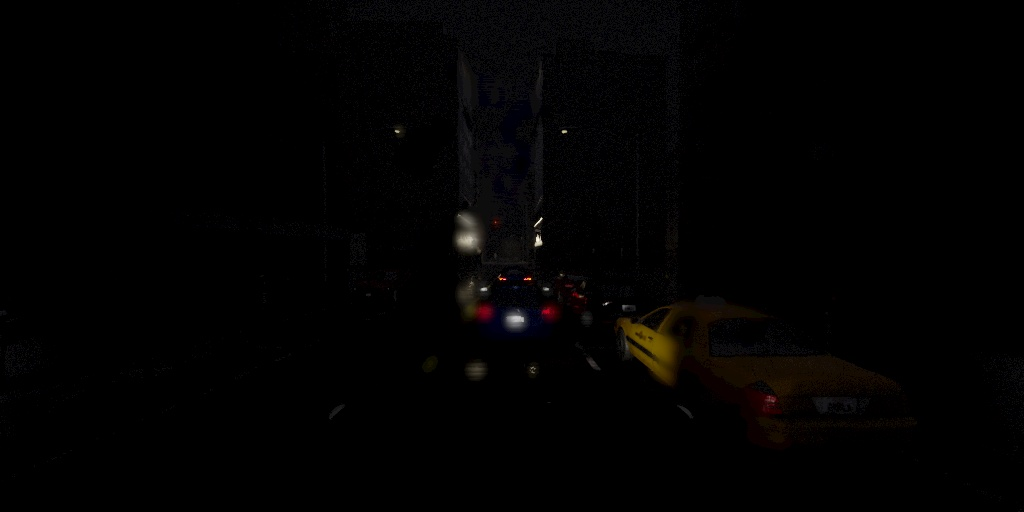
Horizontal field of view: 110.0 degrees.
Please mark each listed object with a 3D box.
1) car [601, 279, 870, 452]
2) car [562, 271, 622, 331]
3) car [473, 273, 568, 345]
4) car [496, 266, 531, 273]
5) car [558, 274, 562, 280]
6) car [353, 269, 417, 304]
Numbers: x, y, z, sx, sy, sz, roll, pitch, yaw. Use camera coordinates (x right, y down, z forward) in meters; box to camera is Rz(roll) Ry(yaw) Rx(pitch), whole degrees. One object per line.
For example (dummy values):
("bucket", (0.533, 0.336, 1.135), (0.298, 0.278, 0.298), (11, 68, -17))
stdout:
("car", (2.874, 1.274, 5.434), (1.751, 1.417, 4.829), (0, 0, 0))
("car", (2.874, 1.313, 10.851), (1.948, 1.339, 4.313), (0, 0, 0))
("car", (0.100, 1.312, 9.535), (1.994, 1.385, 4.181), (0, 0, 0))
("car", (0.103, 1.270, 19.549), (1.812, 1.442, 4.674), (0, 0, -2))
("car", (2.875, 1.327, 16.436), (1.802, 1.307, 4.207), (0, 0, 0))
("car", (-5.670, 1.290, 16.434), (1.888, 1.381, 4.507), (0, 0, 0))
